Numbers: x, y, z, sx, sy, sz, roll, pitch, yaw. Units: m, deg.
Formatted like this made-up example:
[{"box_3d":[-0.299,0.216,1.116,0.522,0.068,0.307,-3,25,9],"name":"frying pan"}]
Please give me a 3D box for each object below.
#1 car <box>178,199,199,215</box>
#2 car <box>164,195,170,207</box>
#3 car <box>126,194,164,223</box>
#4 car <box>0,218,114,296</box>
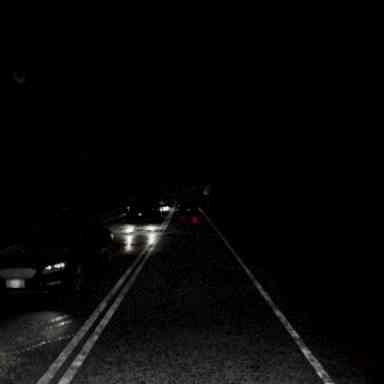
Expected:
[{"box_3d":[-0.373,1.401,33.123,2.128,1.511,4.902,0,1,-2],"name":"car"},{"box_3d":[-4.172,1.235,46.879,2.128,1.511,4.902,0,1,-1],"name":"car"},{"box_3d":[-3.634,1.186,25.682,2.150,2.045,5.566,0,0,-1],"name":"car"},{"box_3d":[-3.401,1.498,8.832,2.128,1.511,4.902,0,0,0],"name":"car"}]
